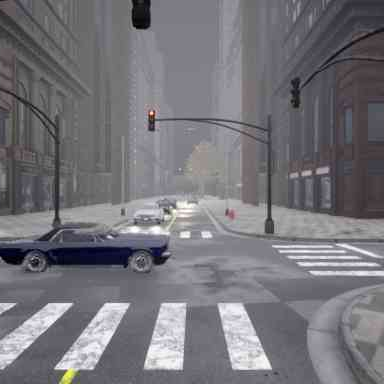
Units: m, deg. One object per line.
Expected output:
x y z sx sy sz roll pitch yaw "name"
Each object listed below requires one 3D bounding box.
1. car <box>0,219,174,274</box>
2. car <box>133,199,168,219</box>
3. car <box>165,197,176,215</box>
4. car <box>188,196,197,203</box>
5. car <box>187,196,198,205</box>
-2.911 1.602 9.919 4.718 1.301 1.895 0 0 0 "car"
-3.082 1.526 24.463 1.812 1.442 4.674 0 0 0 "car"
-3.075 1.552 34.873 2.033 1.411 5.357 0 0 0 "car"
0.152 1.574 69.729 1.812 1.442 4.674 0 0 0 "car"
0.133 1.582 59.379 2.033 1.411 5.357 0 0 0 "car"
